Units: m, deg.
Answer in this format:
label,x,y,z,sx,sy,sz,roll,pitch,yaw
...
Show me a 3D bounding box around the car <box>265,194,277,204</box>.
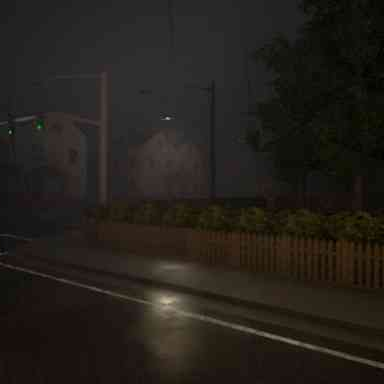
label,x,y,z,sx,sy,sz,roll,pitch,yaw
car,13.652,1.277,55.994,2.097,1.767,4.553,0,0,38
